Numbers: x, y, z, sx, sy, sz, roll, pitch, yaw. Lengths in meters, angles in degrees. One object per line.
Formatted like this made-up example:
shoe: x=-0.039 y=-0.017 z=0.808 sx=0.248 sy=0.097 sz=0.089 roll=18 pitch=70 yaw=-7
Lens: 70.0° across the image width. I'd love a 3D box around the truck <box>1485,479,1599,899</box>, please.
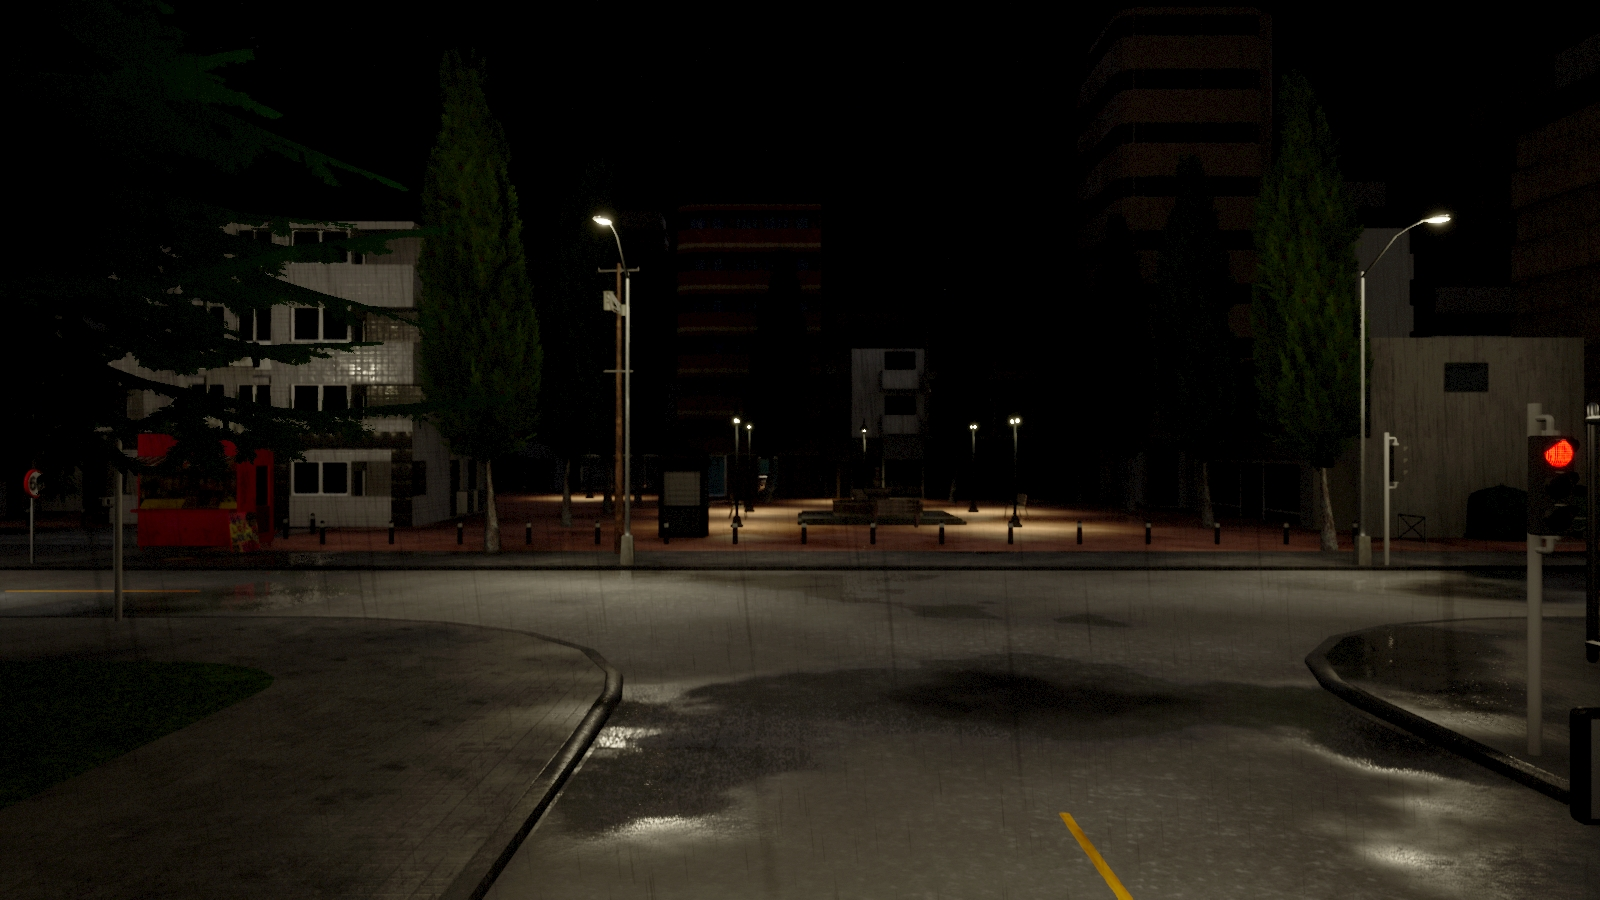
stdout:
truck: x=4.017 y=1.349 z=1.921 sx=2.627 sy=2.467 sz=5.204 roll=0 pitch=0 yaw=0
